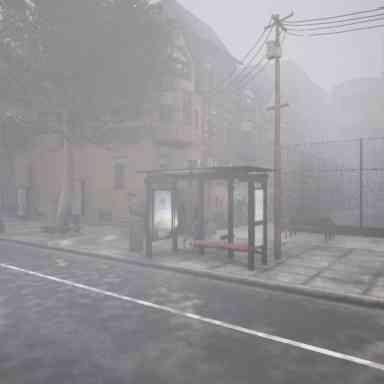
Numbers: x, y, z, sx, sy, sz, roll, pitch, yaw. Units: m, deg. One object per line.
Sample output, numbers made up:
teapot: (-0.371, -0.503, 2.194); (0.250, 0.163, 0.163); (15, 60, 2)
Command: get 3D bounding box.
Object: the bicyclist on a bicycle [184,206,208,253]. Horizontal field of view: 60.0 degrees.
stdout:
bicyclist on a bicycle: (0.232, 1.341, 11.907); (0.582, 1.620, 1.656); (0, -3, 36)
